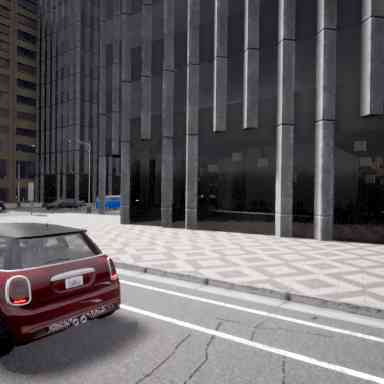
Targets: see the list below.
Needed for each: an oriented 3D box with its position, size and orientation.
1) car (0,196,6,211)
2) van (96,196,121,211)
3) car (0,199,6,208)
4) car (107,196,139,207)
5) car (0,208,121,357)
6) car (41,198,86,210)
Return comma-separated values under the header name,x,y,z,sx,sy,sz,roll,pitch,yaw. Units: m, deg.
name,x,y,z,sx,sy,sz,roll,pitch,yaw
car,-22.972,1.323,36.432,1.967,1.590,4.097,1,1,36
van,-9.690,1.339,40.271,1.690,1.788,3.998,1,1,36
car,-21.543,1.277,33.784,2.097,1.767,4.553,1,1,35
car,-10.209,1.428,49.578,1.812,1.442,4.674,1,1,36
car,-3.474,1.349,6.155,4.553,1.767,2.097,0,0,35
car,-15.955,1.461,41.607,2.033,1.411,5.357,1,1,36
